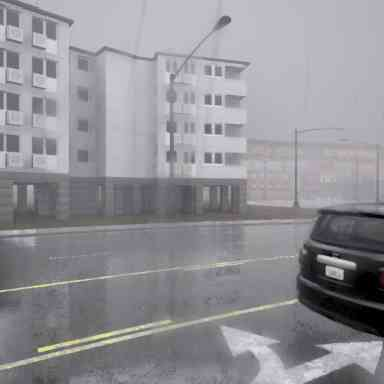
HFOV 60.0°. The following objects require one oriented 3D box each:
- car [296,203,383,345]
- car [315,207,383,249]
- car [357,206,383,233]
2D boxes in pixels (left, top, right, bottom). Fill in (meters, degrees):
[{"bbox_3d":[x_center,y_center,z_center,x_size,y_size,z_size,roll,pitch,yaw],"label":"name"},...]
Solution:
[{"bbox_3d":[4.403,1.220,5.753,5.566,2.045,2.150,0,0,-25],"label":"car"},{"bbox_3d":[8.238,1.492,14.829,4.902,1.511,2.128,0,0,-17],"label":"car"},{"bbox_3d":[12.846,1.548,19.800,5.357,1.411,2.033,0,0,-15],"label":"car"}]
